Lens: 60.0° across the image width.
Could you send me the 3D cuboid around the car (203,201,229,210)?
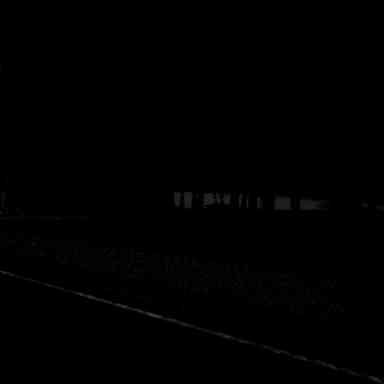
[{"bbox_3d":[4.236,2.438,59.456,4.181,1.385,1.994,1,0,-11],"label":"car"}]
